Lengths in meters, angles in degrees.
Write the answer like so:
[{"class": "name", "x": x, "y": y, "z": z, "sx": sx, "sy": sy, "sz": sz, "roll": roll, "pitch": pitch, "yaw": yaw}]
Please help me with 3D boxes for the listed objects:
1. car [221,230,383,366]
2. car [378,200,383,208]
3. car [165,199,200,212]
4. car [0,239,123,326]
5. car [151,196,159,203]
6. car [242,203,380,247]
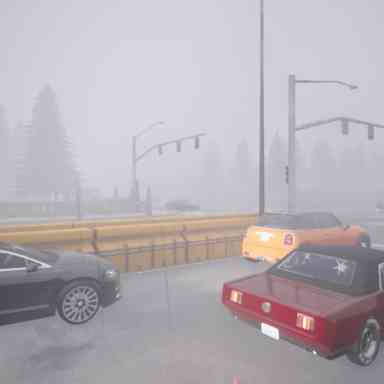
[{"class": "car", "x": 2.868, "y": 1.600, "z": 5.800, "sx": 4.718, "sy": 1.301, "sz": 1.895, "roll": 0, "pitch": 0, "yaw": -36}, {"class": "car", "x": 26.667, "y": 1.541, "z": 44.579, "sx": 5.357, "sy": 1.411, "sz": 2.033, "roll": 0, "pitch": 0, "yaw": -36}, {"class": "car", "x": -1.230, "y": 1.544, "z": 39.602, "sx": 2.033, "sy": 1.411, "sz": 5.357, "roll": 0, "pitch": 0, "yaw": -35}, {"class": "car", "x": -3.597, "y": 1.492, "z": 5.472, "sx": 4.902, "sy": 1.511, "sz": 2.128, "roll": 0, "pitch": 0, "yaw": -36}, {"class": "car", "x": -8.038, "y": 1.509, "z": 70.183, "sx": 2.033, "sy": 1.411, "sz": 5.357, "roll": 0, "pitch": 0, "yaw": -2}, {"class": "car", "x": 3.815, "y": 1.351, "z": 10.781, "sx": 4.553, "sy": 1.767, "sz": 2.097, "roll": 0, "pitch": 0, "yaw": -36}]
